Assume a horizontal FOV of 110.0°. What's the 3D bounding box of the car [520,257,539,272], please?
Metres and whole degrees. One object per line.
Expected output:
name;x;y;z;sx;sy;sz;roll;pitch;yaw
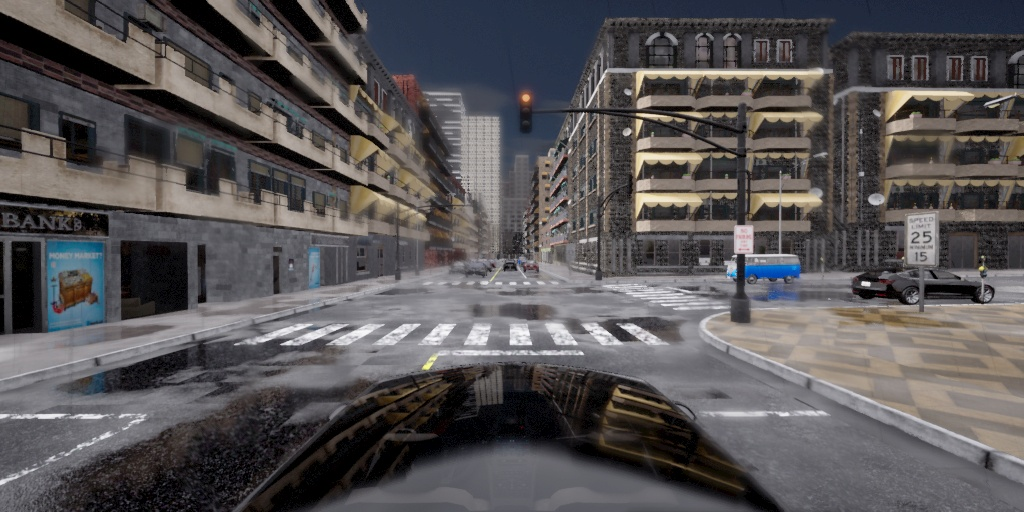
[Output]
car;2.364;1.198;45.522;1.967;1.591;4.097;0;0;0

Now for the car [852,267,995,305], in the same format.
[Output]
car;15.686;1.077;13.836;4.313;1.339;1.948;0;0;-1

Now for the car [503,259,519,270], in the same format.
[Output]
car;-0.268;1.266;51.294;1.837;1.490;4.892;0;0;0

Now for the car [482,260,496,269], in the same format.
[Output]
car;-3.493;1.365;56.061;1.895;1.301;4.718;0;0;0

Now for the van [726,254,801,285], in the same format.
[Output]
van;15.505;0.783;22.214;3.998;1.789;1.690;0;0;-1

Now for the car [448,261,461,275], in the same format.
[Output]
car;-5.975;1.305;39.937;2.007;1.370;4.403;0;0;0

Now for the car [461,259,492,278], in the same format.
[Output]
car;-3.340;1.300;34.536;2.033;1.411;5.357;0;0;0

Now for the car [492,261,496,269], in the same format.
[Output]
car;-3.419;1.305;44.819;2.033;1.411;5.357;0;0;0
